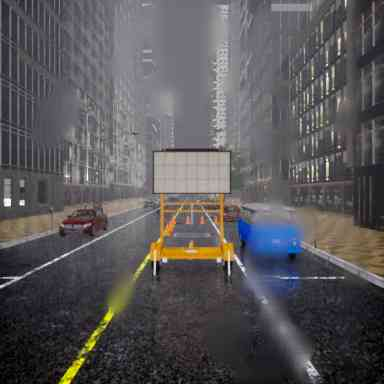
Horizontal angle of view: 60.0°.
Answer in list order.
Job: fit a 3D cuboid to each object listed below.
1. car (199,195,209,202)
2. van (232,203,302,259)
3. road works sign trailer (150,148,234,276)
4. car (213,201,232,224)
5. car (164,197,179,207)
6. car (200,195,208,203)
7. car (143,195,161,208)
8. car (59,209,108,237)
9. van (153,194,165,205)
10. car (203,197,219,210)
[{"bbox_3d":[2.678,1.387,74.898,1.967,1.590,4.097,0,0,0],"label":"car"},{"bbox_3d":[2.688,1.339,12.282,1.690,1.788,3.998,0,0,0],"label":"van"},{"bbox_3d":[-0.002,0.462,10.300,2.380,3.560,2.880,0,0,0],"label":"road works sign trailer"},{"bbox_3d":[2.686,1.577,23.666,1.802,1.307,4.206,0,0,0],"label":"car"},{"bbox_3d":[-3.009,1.461,51.801,1.882,1.535,5.008,0,0,0],"label":"car"},{"bbox_3d":[2.682,1.534,52.129,2.008,1.369,4.403,0,0,0],"label":"car"},{"bbox_3d":[-5.698,1.539,46.438,2.008,1.369,4.403,0,0,0],"label":"car"},{"bbox_3d":[-5.694,1.578,17.975,1.802,1.307,4.206,0,0,0],"label":"car"},{"bbox_3d":[-5.699,1.318,57.823,1.690,1.788,3.998,0,0,0],"label":"van"},{"bbox_3d":[2.683,1.573,40.744,1.802,1.307,4.206,0,0,0],"label":"car"}]
